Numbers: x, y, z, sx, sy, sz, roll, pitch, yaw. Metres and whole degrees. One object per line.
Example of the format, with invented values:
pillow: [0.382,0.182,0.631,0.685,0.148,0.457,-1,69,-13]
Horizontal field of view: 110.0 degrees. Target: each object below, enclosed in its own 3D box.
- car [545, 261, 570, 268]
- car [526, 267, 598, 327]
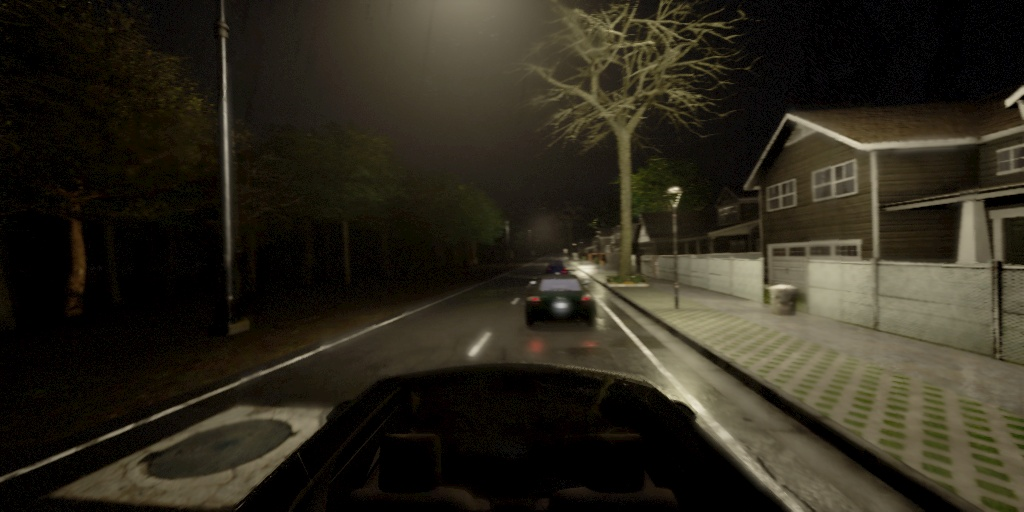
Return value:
car: [3.705,1.089,29.137,1.812,1.442,4.674,-1,0,7]
car: [1.516,1.245,11.293,1.994,1.385,4.181,-1,0,7]
